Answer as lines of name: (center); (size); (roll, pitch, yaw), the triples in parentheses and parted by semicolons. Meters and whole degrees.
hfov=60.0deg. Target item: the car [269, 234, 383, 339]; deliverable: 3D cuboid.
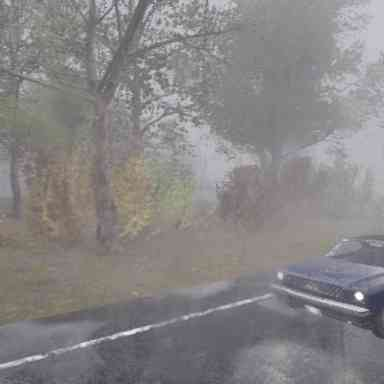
car: (3.757, 1.598, 6.674); (4.718, 1.301, 1.895); (0, 0, -36)
